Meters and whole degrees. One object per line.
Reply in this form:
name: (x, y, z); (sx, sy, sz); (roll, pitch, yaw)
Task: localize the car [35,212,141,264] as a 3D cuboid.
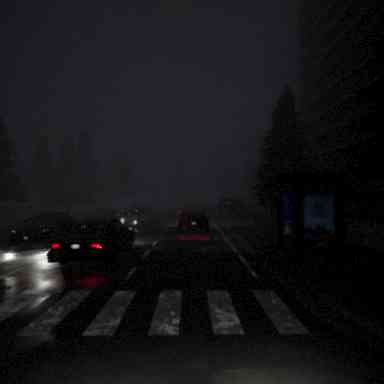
car: (-3.400, 1.669, 12.204); (2.033, 1.411, 5.357); (0, -1, 0)

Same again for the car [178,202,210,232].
car: (0.103, 1.691, 21.762); (1.882, 1.535, 5.008); (0, -1, 0)

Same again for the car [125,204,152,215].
car: (-6.004, 2.004, 36.606); (1.895, 1.301, 4.718); (0, -1, 12)

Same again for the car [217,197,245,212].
car: (5.449, 1.687, 46.199); (2.150, 2.045, 5.566); (-1, 0, 33)

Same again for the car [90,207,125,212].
car: (-6.996, 1.858, 26.364); (1.994, 1.385, 4.181); (0, -1, 1)

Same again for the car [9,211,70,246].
car: (-7.088, 1.710, 16.487); (1.812, 1.442, 4.674); (0, -1, 0)
